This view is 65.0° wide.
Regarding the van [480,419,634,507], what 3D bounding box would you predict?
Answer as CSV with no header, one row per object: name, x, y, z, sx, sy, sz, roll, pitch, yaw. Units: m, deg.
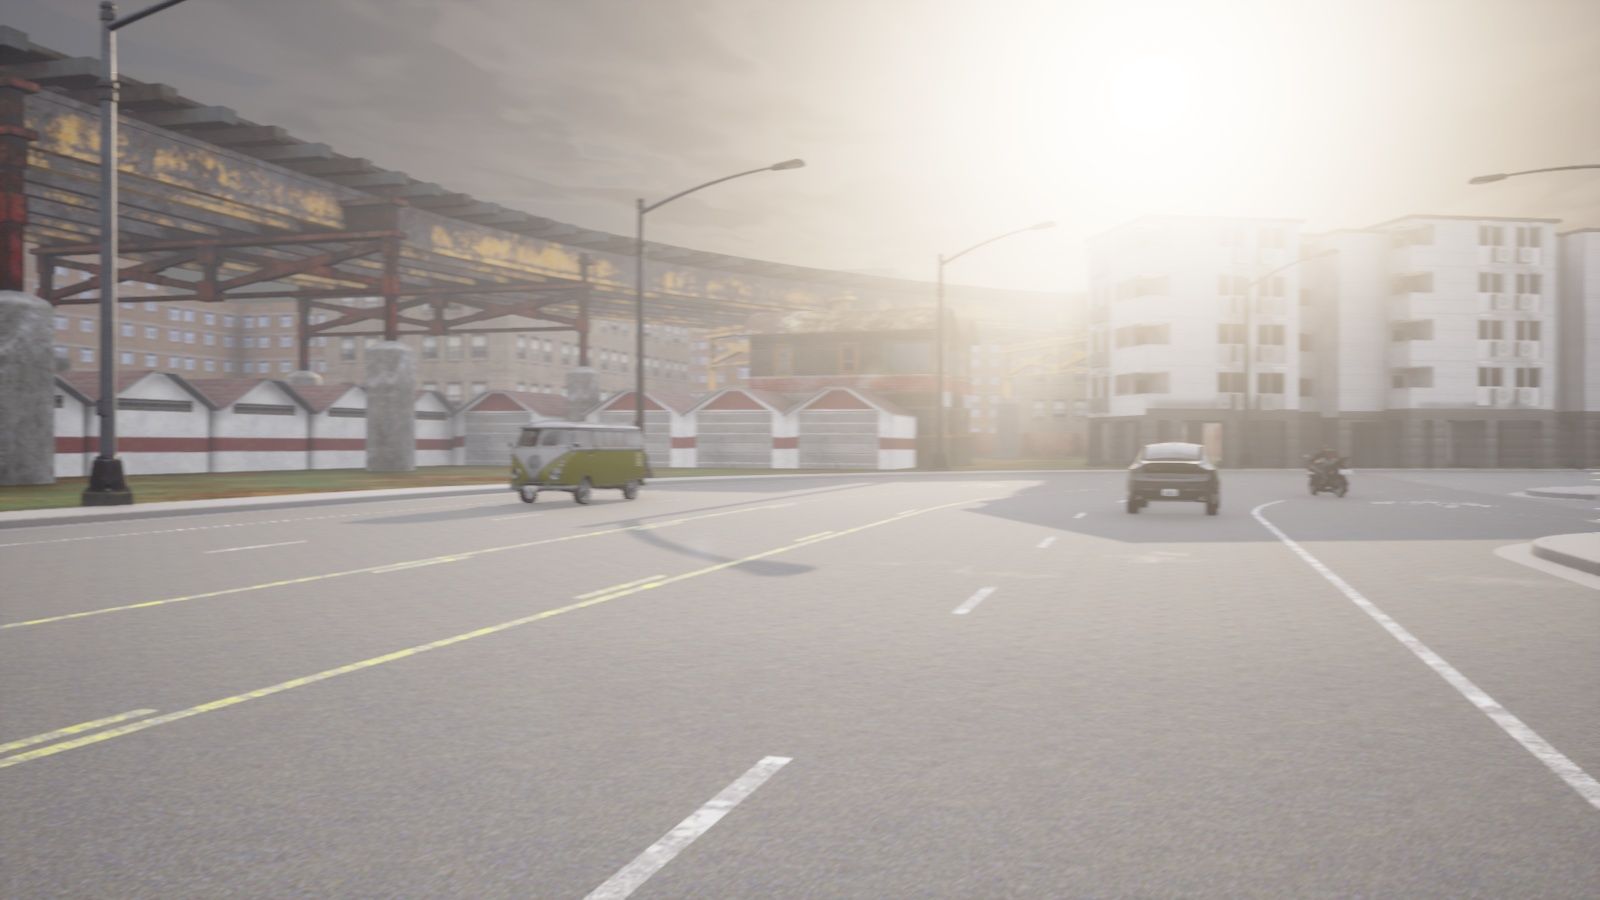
van,-5.821,0.293,30.685,1.775,1.987,4.442,0,0,18

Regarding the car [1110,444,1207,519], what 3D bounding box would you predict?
car,8.028,0.623,27.828,1.837,1.490,4.892,0,0,19

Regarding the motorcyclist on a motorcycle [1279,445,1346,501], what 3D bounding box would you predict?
motorcyclist on a motorcycle,14.605,0.635,35.830,0.866,1.530,2.191,1,0,-3
